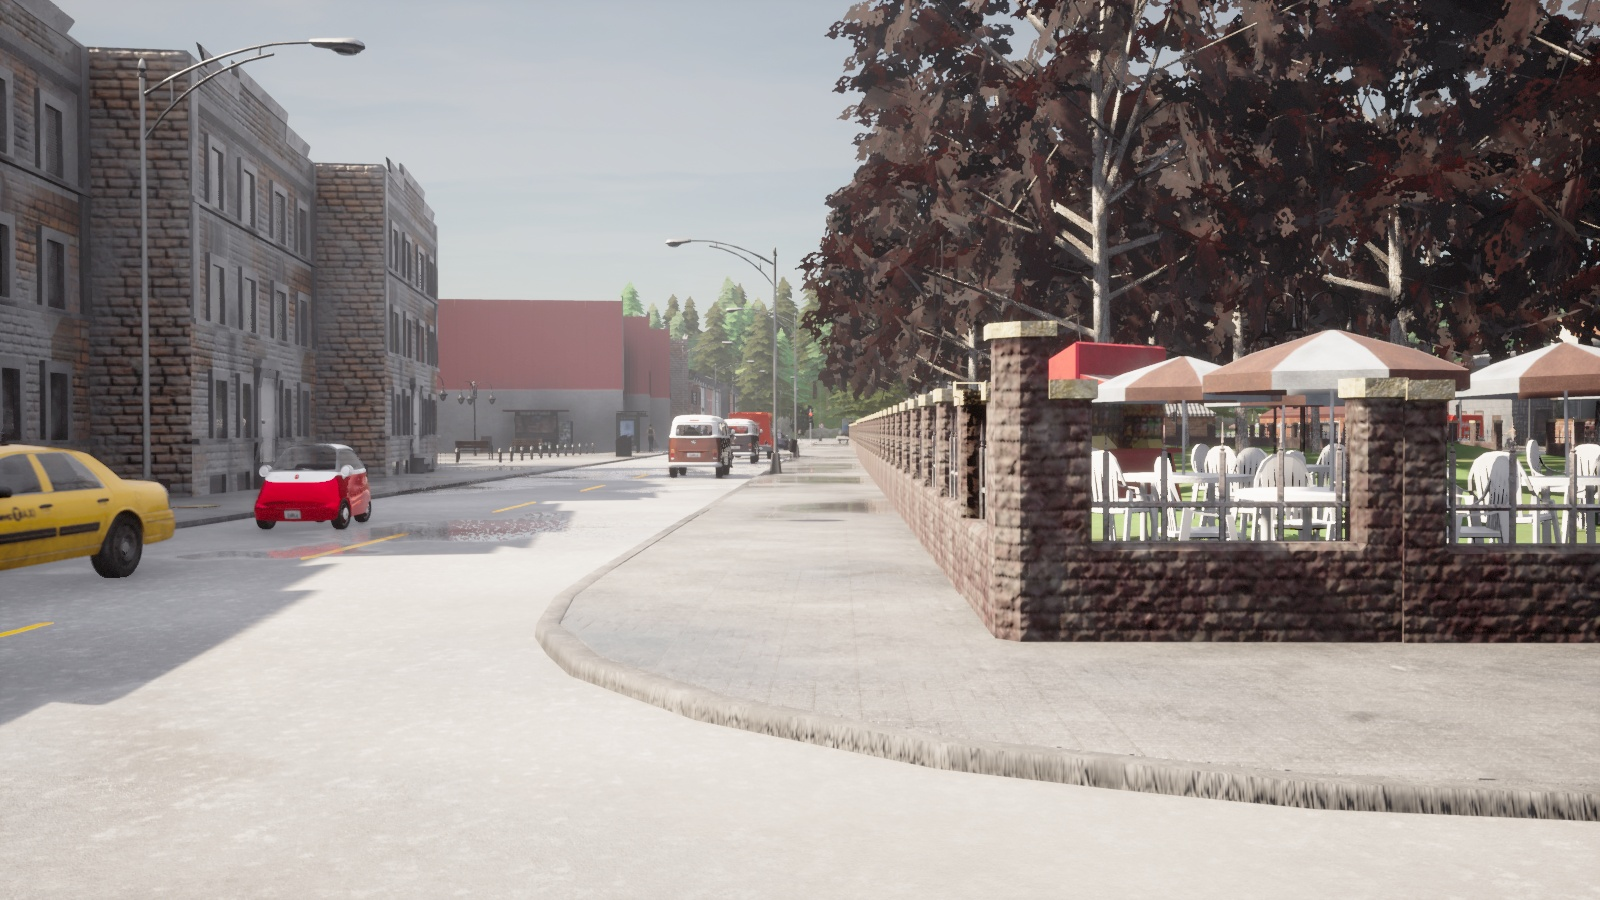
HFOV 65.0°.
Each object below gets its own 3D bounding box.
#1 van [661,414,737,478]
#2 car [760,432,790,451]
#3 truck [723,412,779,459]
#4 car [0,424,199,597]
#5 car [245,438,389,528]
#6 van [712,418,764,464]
[{"bbox_3d":[-3.314,-0.163,42.013,2.069,2.038,4.480,0,1,2],"label":"van"},{"bbox_3d":[-1.833,-0.678,93.784,1.994,1.385,4.181,0,1,2],"label":"car"},{"bbox_3d":[-2.576,-0.800,67.840,2.627,2.467,5.204,0,1,2],"label":"truck"},{"bbox_3d":[-8.148,0.527,12.315,1.801,1.575,5.366,0,1,2],"label":"car"},{"bbox_3d":[-7.913,0.506,20.723,1.481,1.376,2.207,0,1,2],"label":"car"},{"bbox_3d":[-2.849,-0.436,58.503,2.069,2.038,4.480,0,1,2],"label":"van"}]
